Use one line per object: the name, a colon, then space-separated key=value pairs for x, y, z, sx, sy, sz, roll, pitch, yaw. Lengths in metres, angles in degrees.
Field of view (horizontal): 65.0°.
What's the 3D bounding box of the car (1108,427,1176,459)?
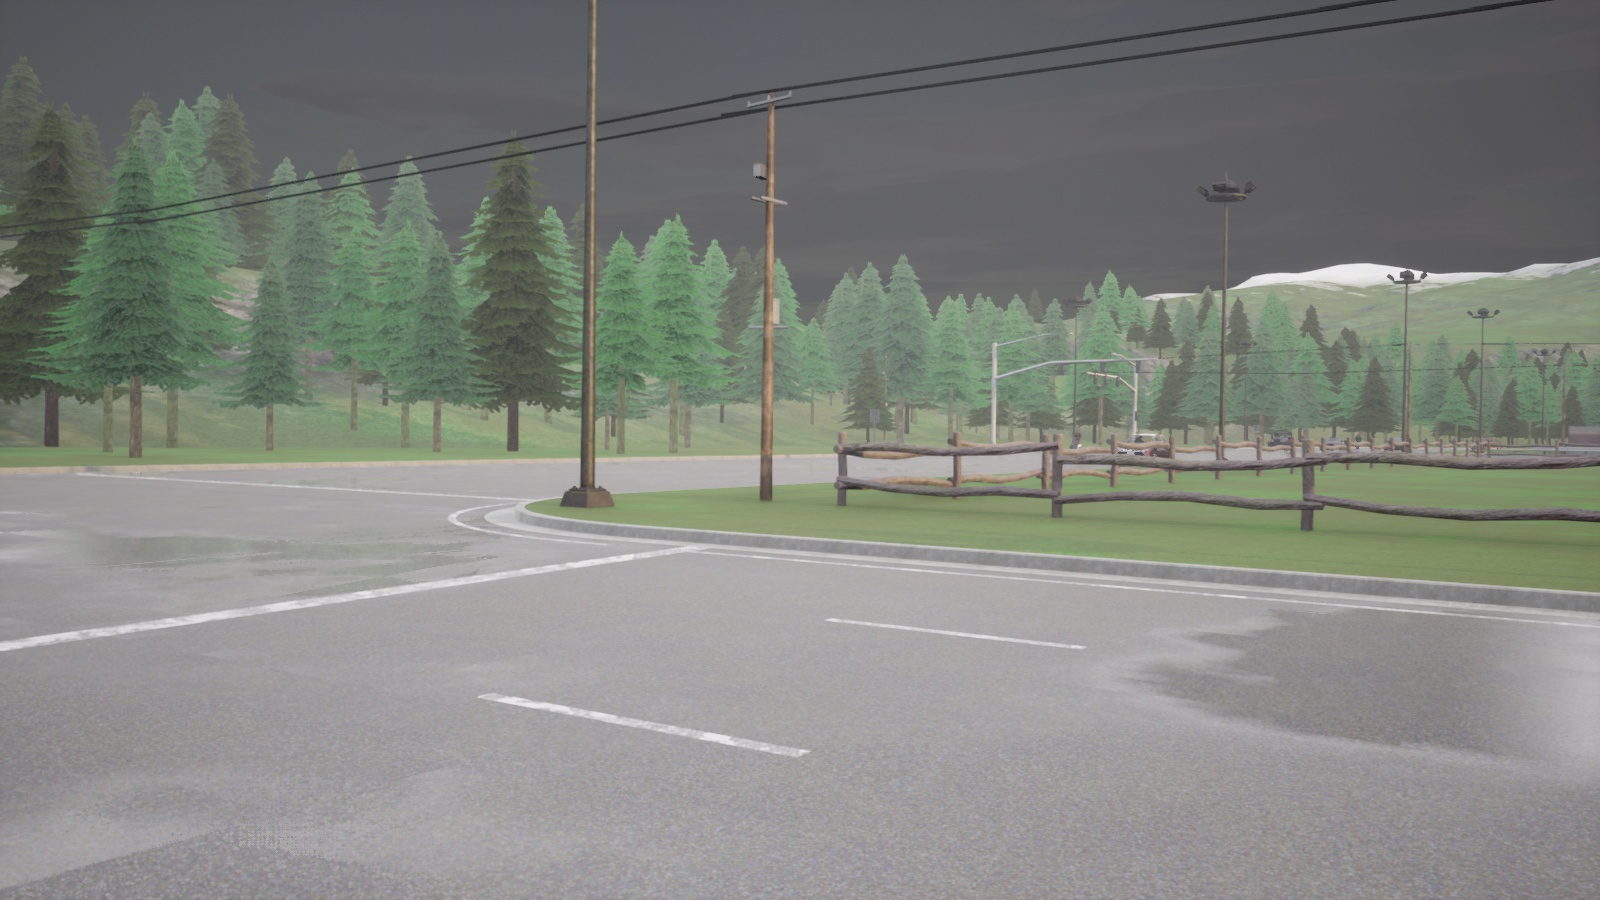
car: x=16.254 y=-0.364 z=59.584 sx=1.970 sy=1.475 sz=3.806 roll=0 pitch=1 yaw=34
